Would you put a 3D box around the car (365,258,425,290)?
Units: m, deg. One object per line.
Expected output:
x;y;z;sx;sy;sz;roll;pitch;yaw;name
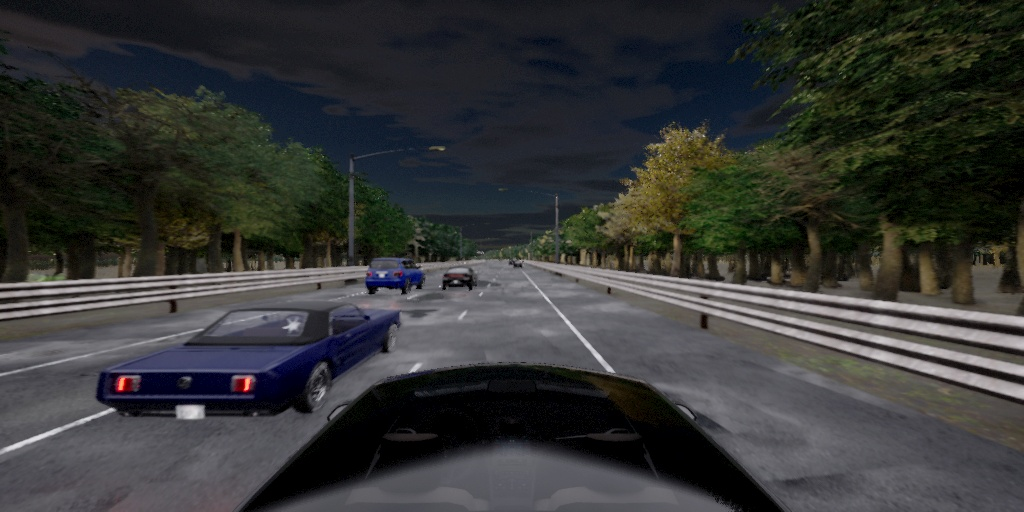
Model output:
-6.899;1.149;21.675;2.150;2.045;5.566;0;-1;0;car

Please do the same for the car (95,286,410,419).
-3.399;1.390;6.021;1.895;1.301;4.718;0;-1;0;car

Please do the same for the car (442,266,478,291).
-3.400;1.427;24.125;1.882;1.535;5.008;0;0;0;car
